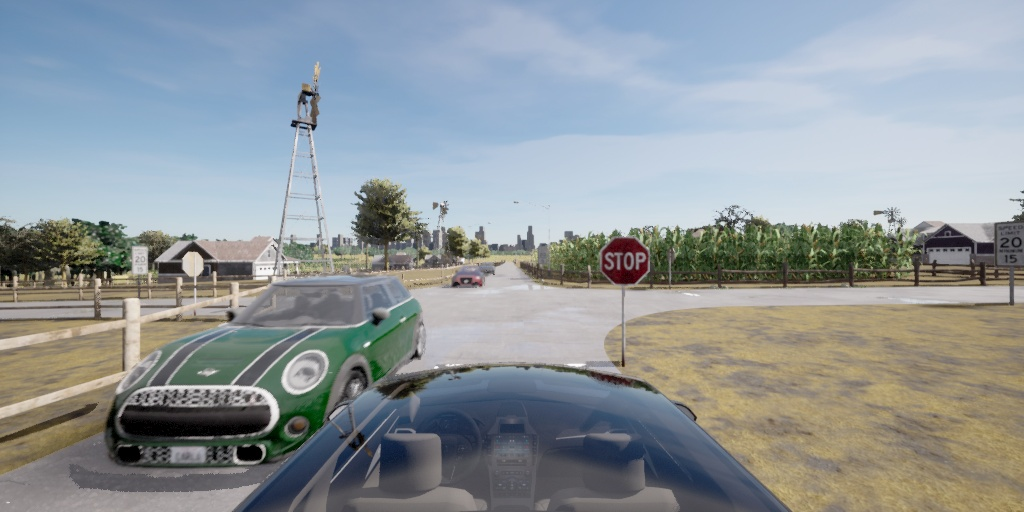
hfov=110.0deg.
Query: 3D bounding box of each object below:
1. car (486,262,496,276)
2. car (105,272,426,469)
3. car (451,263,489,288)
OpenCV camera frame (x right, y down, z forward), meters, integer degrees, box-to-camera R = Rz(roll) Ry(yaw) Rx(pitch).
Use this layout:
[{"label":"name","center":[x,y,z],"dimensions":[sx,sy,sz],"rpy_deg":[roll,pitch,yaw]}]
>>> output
[{"label":"car","center":[-2.895,1.498,41.421],"dimensions":[1.837,1.490,4.892],"rpy_deg":[0,0,0]},{"label":"car","center":[-2.763,1.098,5.292],"dimensions":[2.097,1.767,4.553],"rpy_deg":[0,0,0]},{"label":"car","center":[-2.831,1.378,24.135],"dimensions":[1.994,1.385,4.181],"rpy_deg":[0,0,0]}]
